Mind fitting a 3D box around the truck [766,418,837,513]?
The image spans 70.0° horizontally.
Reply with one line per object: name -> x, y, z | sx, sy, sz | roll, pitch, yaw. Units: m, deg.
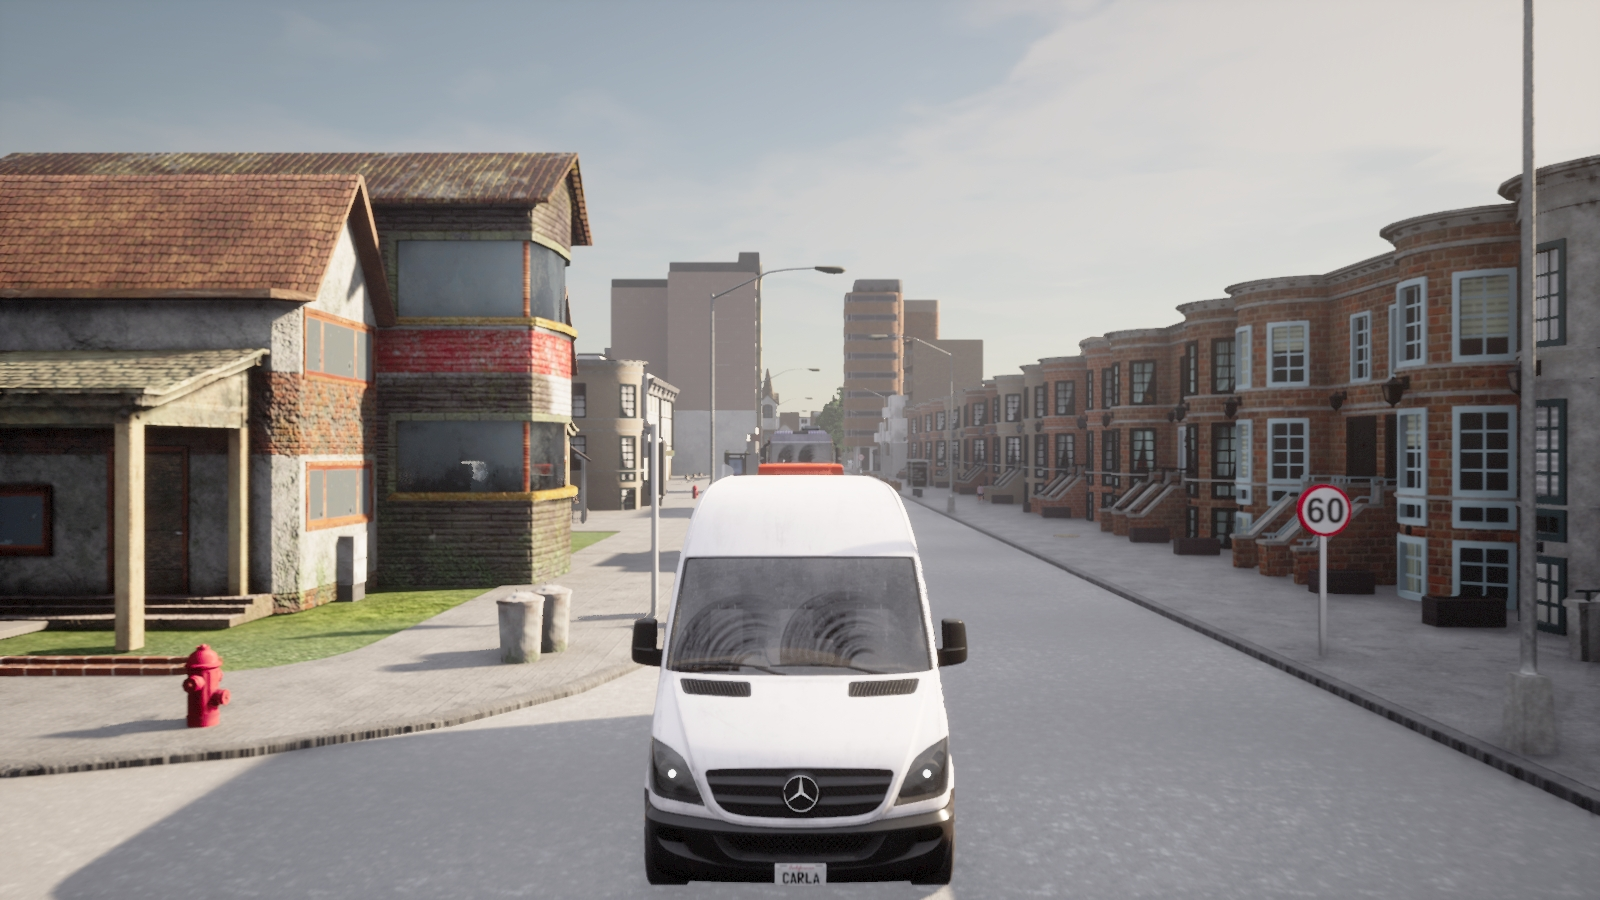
truck -> 0.030, 0.664, 50.517 | 2.891, 3.827, 8.468 | 0, -1, 0

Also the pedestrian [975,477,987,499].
pedestrian -> 9.048, 1.903, 57.176 | 0.500, 1.100, 0.500 | 0, 0, -7

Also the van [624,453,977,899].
van -> 0.004, 1.315, 9.394 | 1.988, 2.561, 5.915 | 0, 0, 0
